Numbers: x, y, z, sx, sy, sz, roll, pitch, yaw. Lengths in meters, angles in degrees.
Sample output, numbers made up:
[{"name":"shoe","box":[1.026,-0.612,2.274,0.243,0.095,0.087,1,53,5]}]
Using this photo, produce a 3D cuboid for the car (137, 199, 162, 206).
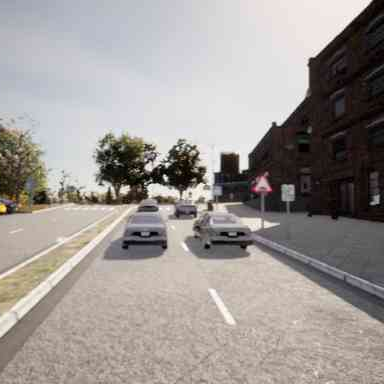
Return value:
[{"name":"car","box":[-3.872,1.432,29.831,1.837,1.490,4.892,1,1,-7]}]

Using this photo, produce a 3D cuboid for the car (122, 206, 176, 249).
[{"name":"car","box":[-2.008,1.566,14.623,2.033,1.411,5.357,1,0,-7]}]

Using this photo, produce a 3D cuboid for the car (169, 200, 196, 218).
[{"name":"car","box":[-0.647,1.468,30.232,2.128,1.511,4.902,1,1,-7]}]

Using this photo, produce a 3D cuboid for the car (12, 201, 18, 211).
[{"name":"car","box":[-18.367,1.236,29.966,4.892,1.521,2.231,1,0,-7]}]

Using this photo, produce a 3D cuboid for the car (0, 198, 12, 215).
[{"name":"car","box":[-18.037,1.254,27.231,5.008,1.535,2.097,1,0,-7]}]

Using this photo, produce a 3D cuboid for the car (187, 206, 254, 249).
[{"name":"car","box":[1.218,1.618,15.021,2.033,1.411,5.357,1,0,-7]}]
